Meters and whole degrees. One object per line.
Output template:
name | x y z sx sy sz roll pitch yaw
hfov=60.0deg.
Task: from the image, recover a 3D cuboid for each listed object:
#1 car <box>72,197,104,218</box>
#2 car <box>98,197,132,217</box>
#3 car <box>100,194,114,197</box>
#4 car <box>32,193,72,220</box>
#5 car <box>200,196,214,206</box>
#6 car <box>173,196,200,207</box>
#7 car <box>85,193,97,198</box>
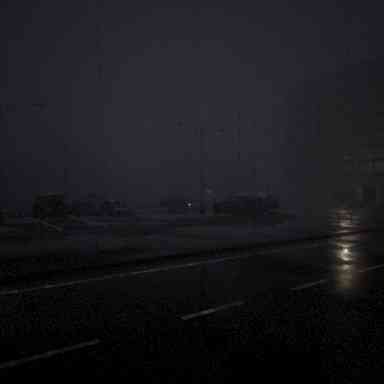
car | -9.288 1.416 28.338 1.784 1.438 3.905 0 0 -35
car | -6.919 1.447 30.002 1.970 1.475 3.806 0 0 -35
car | -10.883 1.447 45.674 1.970 1.475 3.806 0 0 -35
car | -11.455 1.205 26.753 1.932 1.855 4.605 0 0 -35
car | 1.695 1.565 68.074 1.882 1.535 5.008 0 0 -35
car | -1.161 1.613 66.051 1.837 1.490 4.892 0 0 -35
car | -18.713 1.208 61.521 1.905 1.878 3.866 0 0 -35
